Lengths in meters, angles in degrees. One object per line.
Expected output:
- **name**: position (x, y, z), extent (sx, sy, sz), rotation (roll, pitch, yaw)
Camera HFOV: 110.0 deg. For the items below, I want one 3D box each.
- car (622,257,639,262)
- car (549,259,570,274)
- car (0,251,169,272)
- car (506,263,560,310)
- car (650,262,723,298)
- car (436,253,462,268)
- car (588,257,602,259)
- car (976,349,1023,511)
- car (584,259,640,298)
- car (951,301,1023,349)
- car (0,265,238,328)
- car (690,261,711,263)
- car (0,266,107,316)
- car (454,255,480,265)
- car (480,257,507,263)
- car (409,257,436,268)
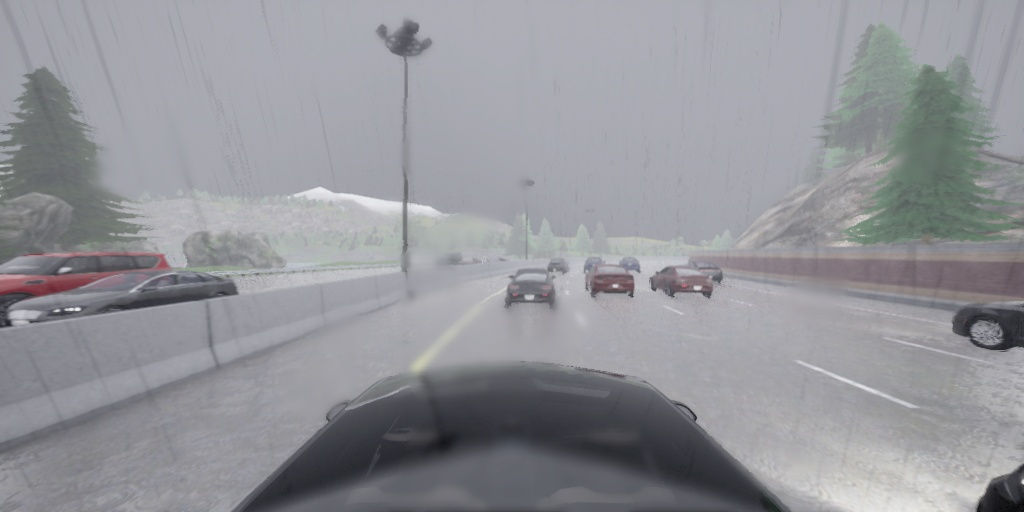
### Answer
- **car**: position (12.912, 0.875, 39.511), extent (2.097, 1.767, 4.553), rotation (0, 0, 16)
- **car**: position (4.716, 1.029, 36.169), extent (1.837, 1.490, 4.892), rotation (0, 0, 14)
- **car**: position (-13.676, 0.872, 11.039), extent (2.150, 2.045, 5.566), rotation (0, 0, 4)
- **car**: position (0.817, 1.191, 14.241), extent (1.812, 1.442, 4.674), rotation (0, 0, 5)
- **car**: position (8.239, 1.187, 17.703), extent (1.812, 1.442, 4.674), rotation (0, 0, 7)
- **car**: position (-8.982, 0.600, 52.076), extent (2.150, 2.045, 5.566), rotation (0, 0, 19)
- **car**: position (8.756, 0.877, 37.710), extent (2.097, 1.767, 4.553), rotation (0, 0, 15)
- **car**: position (3.686, 1.334, 0.273), extent (1.994, 1.385, 4.181), rotation (0, 0, 0)
- **car**: position (4.761, 1.128, 17.959), extent (1.882, 1.535, 5.008), rotation (0, 0, 7)
- **car**: position (10.777, 1.253, 6.004), extent (1.837, 1.490, 4.892), rotation (0, 0, 2)
- **car**: position (-10.209, 1.158, 10.002), extent (2.128, 1.511, 4.902), rotation (0, 0, 4)
- **car**: position (12.942, 1.115, 24.963), extent (2.128, 1.511, 4.902), rotation (0, 0, 10)
- **car**: position (-17.103, 1.141, 11.793), extent (1.837, 1.490, 4.892), rotation (0, 0, 4)
- **car**: position (-5.843, 0.924, 50.448), extent (1.812, 1.442, 4.674), rotation (0, 1, 19)
- **car**: position (-2.281, 0.888, 50.024), extent (1.882, 1.535, 5.008), rotation (0, 0, 19)
- **car**: position (-13.113, 0.903, 50.701), extent (1.812, 1.442, 4.674), rotation (0, 0, 18)
